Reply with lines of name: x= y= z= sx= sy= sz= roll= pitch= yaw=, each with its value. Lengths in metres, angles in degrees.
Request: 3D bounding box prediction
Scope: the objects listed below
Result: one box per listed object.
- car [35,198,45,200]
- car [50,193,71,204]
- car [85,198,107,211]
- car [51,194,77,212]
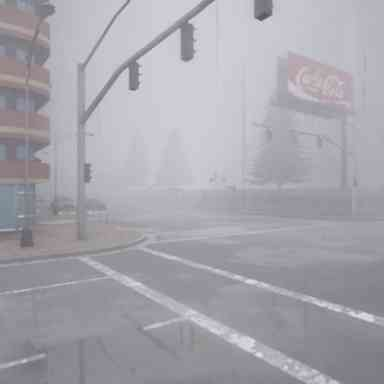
car: x=-24.326 y=1.164 z=52.236 sx=1.994 sy=1.385 sz=4.181 roll=0 pitch=0 yaw=-36
car: x=-21.507 y=1.005 z=54.310 sx=2.097 sy=1.767 sz=4.553 roll=0 pitch=0 yaw=-36
car: x=-12.225 y=1.501 z=41.311 sx=1.837 sy=1.490 sz=4.892 roll=0 pitch=0 yaw=-36
car: x=-15.245 y=1.349 z=39.516 sx=2.097 sy=1.767 sz=4.553 roll=0 pitch=0 yaw=-36
